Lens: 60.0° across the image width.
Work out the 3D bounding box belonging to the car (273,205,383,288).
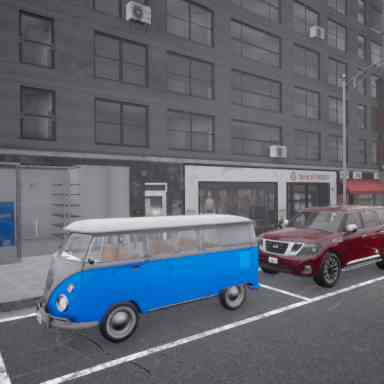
[{"bbox_3d":[3.974,1.312,9.420,5.009,1.841,2.192,0,-1,-36],"label":"car"}]

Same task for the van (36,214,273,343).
[{"bbox_3d":[-0.559,1.340,6.157,3.998,1.788,1.690,0,-1,-36],"label":"van"}]

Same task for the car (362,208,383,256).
[{"bbox_3d":[8.509,1.435,12.681,4.097,1.590,1.967,0,-1,-36],"label":"car"}]
